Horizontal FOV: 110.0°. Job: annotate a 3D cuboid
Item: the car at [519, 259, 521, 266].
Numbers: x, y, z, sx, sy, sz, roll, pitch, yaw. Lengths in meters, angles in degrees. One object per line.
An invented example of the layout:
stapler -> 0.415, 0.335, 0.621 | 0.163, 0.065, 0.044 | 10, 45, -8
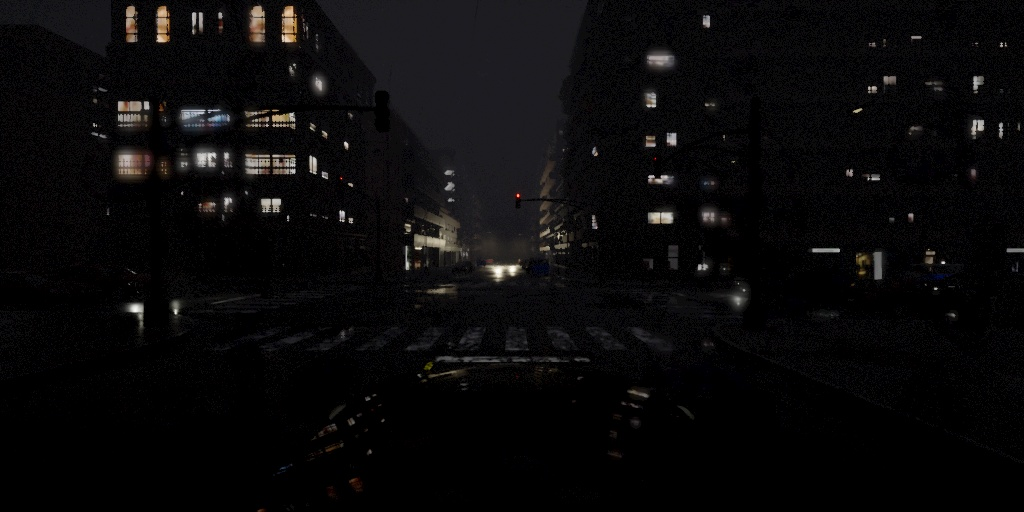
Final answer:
car -> 2.618, 1.252, 58.018 | 1.967, 1.591, 4.097 | 0, 0, 0

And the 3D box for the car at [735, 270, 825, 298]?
car -> 14.956, 1.453, 18.993 | 5.357, 1.411, 2.033 | 1, 0, 0

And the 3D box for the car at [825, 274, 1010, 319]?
car -> 14.697, 1.498, 13.200 | 4.507, 1.381, 1.888 | 0, 0, 0

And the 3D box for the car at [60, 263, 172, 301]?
car -> -18.007, 1.086, 15.801 | 5.008, 1.535, 1.882 | 1, 0, 0

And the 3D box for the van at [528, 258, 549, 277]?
van -> 2.776, 1.109, 35.961 | 1.690, 1.789, 3.998 | 0, 0, 0

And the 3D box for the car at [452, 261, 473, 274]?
car -> -5.886, 1.358, 41.497 | 1.802, 1.307, 4.207 | 0, 0, 0

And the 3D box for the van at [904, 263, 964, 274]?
van -> 26.071, 1.343, 21.563 | 3.998, 1.789, 1.690 | 0, 0, 0

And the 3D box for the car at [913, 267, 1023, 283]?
car -> 24.866, 1.516, 18.987 | 4.892, 1.490, 1.837 | 1, 0, 0

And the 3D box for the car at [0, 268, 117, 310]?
car -> -17.756, 1.215, 13.219 | 4.207, 1.307, 1.802 | 0, 0, 0

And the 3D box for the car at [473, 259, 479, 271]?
car -> -5.893, 1.352, 47.018 | 1.948, 1.339, 4.313 | 0, 0, 0

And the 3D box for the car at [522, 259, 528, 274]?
car -> 2.680, 1.091, 41.457 | 2.192, 1.841, 5.009 | 0, 0, 0
